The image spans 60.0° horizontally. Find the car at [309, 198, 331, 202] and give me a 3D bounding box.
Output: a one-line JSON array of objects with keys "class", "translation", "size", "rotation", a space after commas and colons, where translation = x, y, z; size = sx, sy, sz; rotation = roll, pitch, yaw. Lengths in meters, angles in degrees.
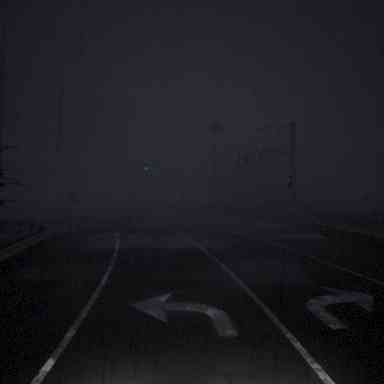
[{"class": "car", "translation": [26.813, 2.032, 69.509], "size": [4.902, 1.511, 2.128], "rotation": [0, -1, -16]}]

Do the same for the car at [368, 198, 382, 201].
[{"class": "car", "translation": [41.053, 2.016, 75.436], "size": [4.902, 1.511, 2.128], "rotation": [0, -1, -30]}]
